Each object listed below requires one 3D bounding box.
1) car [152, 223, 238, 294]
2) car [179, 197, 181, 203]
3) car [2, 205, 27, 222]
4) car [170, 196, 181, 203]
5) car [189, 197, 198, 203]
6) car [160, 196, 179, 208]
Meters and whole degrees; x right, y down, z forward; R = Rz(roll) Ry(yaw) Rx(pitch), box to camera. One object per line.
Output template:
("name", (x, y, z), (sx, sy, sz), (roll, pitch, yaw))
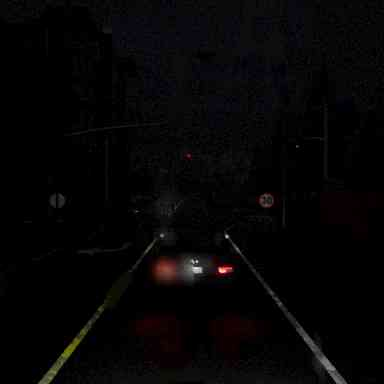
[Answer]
("car", (0.080, 1.547, 8.908), (2.033, 1.411, 5.357), (0, 0, 0))
("car", (-3.444, 1.601, 58.274), (1.895, 1.301, 4.718), (0, 0, 0))
("car", (-15.397, 1.541, 25.882), (4.674, 1.442, 1.812), (0, 0, 0))
("car", (-3.341, 1.547, 68.922), (2.033, 1.411, 5.357), (0, 0, 0))
("car", (0.262, 1.601, 69.680), (1.895, 1.301, 4.718), (0, 0, 0))
("car", (-3.483, 1.492, 48.339), (2.128, 1.511, 4.902), (0, 0, 0))
